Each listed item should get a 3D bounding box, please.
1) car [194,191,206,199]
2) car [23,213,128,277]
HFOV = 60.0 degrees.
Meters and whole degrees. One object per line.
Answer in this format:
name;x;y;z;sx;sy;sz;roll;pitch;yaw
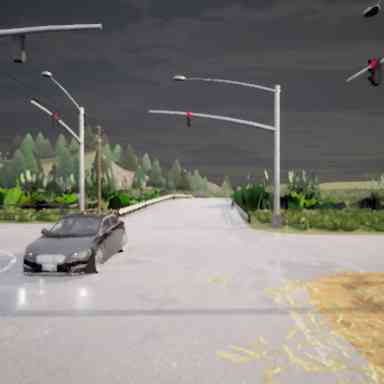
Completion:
car;1.600;0.533;61.211;1.837;1.490;4.892;0;1;8
car;-3.294;1.442;10.281;2.128;1.511;4.902;0;1;2
